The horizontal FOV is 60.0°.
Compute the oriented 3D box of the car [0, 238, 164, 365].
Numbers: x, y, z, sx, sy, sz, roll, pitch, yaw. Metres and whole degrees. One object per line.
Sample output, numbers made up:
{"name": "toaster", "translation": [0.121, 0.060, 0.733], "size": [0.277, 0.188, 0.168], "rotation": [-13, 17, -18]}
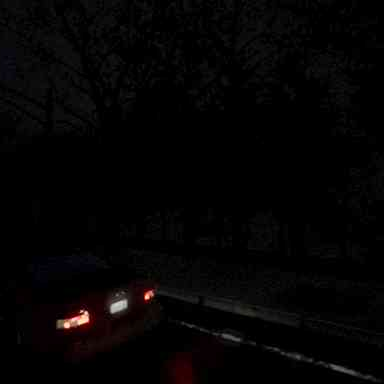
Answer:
{"name": "car", "translation": [-2.998, 1.546, 5.832], "size": [5.357, 1.411, 2.033], "rotation": [0, 0, 36]}
